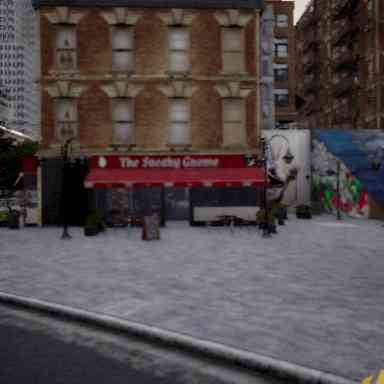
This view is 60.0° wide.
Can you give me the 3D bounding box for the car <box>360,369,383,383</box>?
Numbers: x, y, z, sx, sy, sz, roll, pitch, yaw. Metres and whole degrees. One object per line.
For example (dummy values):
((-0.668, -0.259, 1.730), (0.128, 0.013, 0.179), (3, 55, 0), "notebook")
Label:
((3.324, 1.420, 0.952), (5.366, 1.575, 1.801), (-1, 0, 37), "car")
